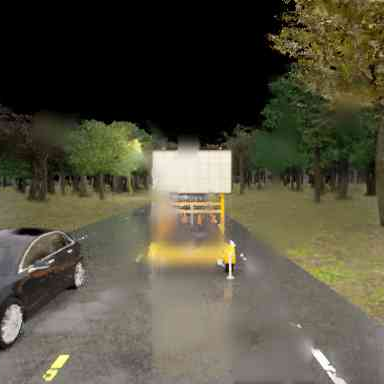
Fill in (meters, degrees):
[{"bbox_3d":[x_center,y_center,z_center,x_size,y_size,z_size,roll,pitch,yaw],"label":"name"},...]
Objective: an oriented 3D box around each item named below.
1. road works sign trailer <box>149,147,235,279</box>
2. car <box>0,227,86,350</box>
[{"bbox_3d":[0.000,0.459,10.032,2.380,3.560,2.880,0,0,0],"label":"road works sign trailer"},{"bbox_3d":[-3.500,1.509,6.280,1.837,1.490,4.892,0,0,0],"label":"car"}]
